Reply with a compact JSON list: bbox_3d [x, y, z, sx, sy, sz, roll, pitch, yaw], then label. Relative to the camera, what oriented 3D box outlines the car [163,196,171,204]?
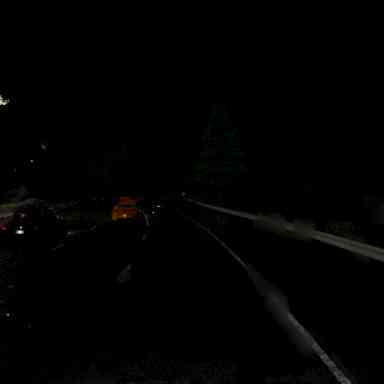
[{"bbox_3d":[-5.138,1.573,65.490,1.882,1.535,5.008,-1,0,-2],"label":"car"}]

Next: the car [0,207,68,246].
[{"bbox_3d":[-7.466,1.680,16.088,1.994,1.385,4.181,-1,0,-6],"label":"car"}]

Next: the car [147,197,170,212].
[{"bbox_3d":[-4.304,1.640,40.462,1.994,1.385,4.181,-1,0,-13],"label":"car"}]

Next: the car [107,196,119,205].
[{"bbox_3d":[-15.128,1.596,63.809,2.097,1.767,4.553,-1,0,-21],"label":"car"}]

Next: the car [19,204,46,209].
[{"bbox_3d":[-11.993,1.692,25.397,1.837,1.490,4.892,0,0,-9],"label":"car"}]

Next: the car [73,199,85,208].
[{"bbox_3d":[-18.499,1.840,54.430,2.033,1.411,5.357,-1,0,-21],"label":"car"}]

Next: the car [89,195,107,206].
[{"bbox_3d":[-17.967,1.507,62.451,2.150,2.045,5.566,0,0,-23],"label":"car"}]

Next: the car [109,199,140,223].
[{"bbox_3d":[-5.206,1.563,26.494,1.882,1.535,5.008,-1,0,-8],"label":"car"}]
